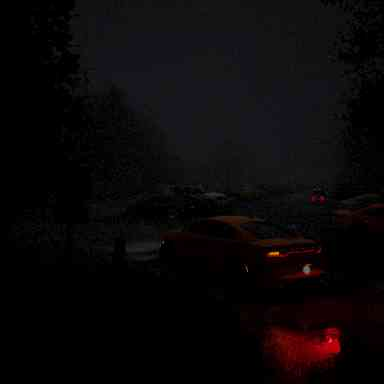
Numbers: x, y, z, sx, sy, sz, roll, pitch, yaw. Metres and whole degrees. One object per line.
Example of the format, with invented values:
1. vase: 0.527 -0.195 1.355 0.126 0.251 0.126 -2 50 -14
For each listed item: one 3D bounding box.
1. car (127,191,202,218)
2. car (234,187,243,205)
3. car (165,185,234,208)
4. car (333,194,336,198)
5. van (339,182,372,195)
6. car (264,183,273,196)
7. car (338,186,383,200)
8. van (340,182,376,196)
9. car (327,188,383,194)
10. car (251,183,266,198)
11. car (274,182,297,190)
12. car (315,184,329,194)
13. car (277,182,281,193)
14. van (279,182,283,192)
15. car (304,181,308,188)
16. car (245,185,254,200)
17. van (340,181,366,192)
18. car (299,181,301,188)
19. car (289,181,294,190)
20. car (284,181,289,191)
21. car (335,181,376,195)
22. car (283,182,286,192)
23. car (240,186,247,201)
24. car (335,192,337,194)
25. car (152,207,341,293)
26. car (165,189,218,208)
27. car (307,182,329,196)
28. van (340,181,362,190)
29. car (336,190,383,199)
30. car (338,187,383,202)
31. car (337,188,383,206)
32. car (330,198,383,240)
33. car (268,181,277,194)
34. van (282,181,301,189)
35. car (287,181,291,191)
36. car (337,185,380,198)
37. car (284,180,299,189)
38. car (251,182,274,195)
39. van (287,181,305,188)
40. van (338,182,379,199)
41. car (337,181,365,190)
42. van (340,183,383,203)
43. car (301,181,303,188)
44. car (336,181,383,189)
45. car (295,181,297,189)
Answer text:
1. car: -2.097 0.965 22.196 4.792 1.488 2.163 1 3 24
2. car: 1.479 0.569 29.710 5.366 1.575 1.946 1 3 24
3. car: 0.208 0.441 27.227 5.566 2.045 2.435 1 3 24
4. car: 10.981 1.056 19.419 4.792 1.488 2.163 1 3 24
5. van: 24.389 -0.560 49.785 4.442 1.987 1.878 1 2 24
6. car: 7.112 -0.036 42.379 5.366 1.575 1.946 1 3 24
7. car: 20.026 0.099 39.619 4.792 1.488 2.163 1 3 24
8. van: 23.478 -0.458 47.160 4.442 1.987 1.878 1 2 24
9. car: 13.087 0.776 24.539 5.366 1.575 1.946 1 3 24
10. car: 5.697 0.070 40.108 5.366 1.575 1.946 1 3 24
11. car: 20.433 -1.363 72.878 4.553 1.767 2.185 1 2 24
12. car: 22.304 -0.618 56.974 1.882 1.535 5.008 1 2 24
13. car: 10.347 -0.321 50.041 4.792 1.488 2.163 1 2 24
14. van: 11.554 -0.674 52.531 4.442 1.987 1.878 1 2 24
15. car: 26.122 -1.980 85.525 5.566 2.045 2.435 1 2 24
16. car: 3.394 0.317 34.929 5.366 1.575 1.946 1 3 24
17. van: 31.400 -1.150 64.984 4.442 1.987 1.878 1 2 24
18. car: 21.560 -1.461 75.413 4.553 1.767 2.185 1 2 24
19. car: 15.785 -0.849 62.804 5.366 1.575 1.946 1 2 24
20. car: 13.674 -0.618 57.671 4.792 1.488 2.163 1 2 24
21. car: 25.594 -0.682 52.277 5.566 2.045 2.435 1 2 24
22. car: 12.547 -0.519 55.136 4.792 1.488 2.163 1 2 24
23. car: 2.443 0.447 32.317 4.892 1.521 2.231 1 3 24
24. car: 12.129 0.945 21.938 4.674 1.452 2.002 1 3 24
25. car: 0.954 1.351 8.625 1.882 1.535 5.008 2 -1 -32
26. car: -0.939 0.814 24.714 5.008 1.535 2.097 1 3 24
27. car: 18.124 -0.239 47.571 2.128 1.511 4.902 1 2 24
28. van: 35.897 -1.542 75.103 4.442 1.987 1.878 1 2 24
29. car: 9.962 1.019 16.972 4.553 1.767 2.185 1 3 24
30. car: 18.954 0.204 37.210 4.792 1.488 2.163 1 3 24
31. car: 16.603 0.445 32.061 4.792 1.488 2.163 1 3 24
32. car: 8.804 1.265 14.463 5.008 1.535 2.097 1 3 24
33. car: 9.223 -0.376 47.502 4.553 1.767 2.185 1 3 24
34. van: 24.862 -1.858 83.050 4.442 1.987 1.878 1 2 24
35. car: 14.801 -0.716 60.206 4.792 1.488 2.163 1 2 24
36. car: 22.252 -0.136 44.685 5.008 1.535 2.097 1 2 24
37. car: 19.165 -1.145 70.410 5.366 1.575 1.946 1 2 24
38. car: 8.061 -0.145 44.984 4.892 1.521 2.231 1 3 24
39. van: 28.236 -2.079 90.643 4.442 1.987 1.878 1 2 24
40. van: 21.017 -0.262 42.178 4.442 1.987 1.878 1 3 24
41. car: 34.640 -1.472 72.631 5.566 2.045 2.435 1 2 24
42. van: 17.909 0.067 34.633 4.442 1.987 1.878 1 3 24
43. car: 22.710 -1.434 77.943 5.008 1.535 2.097 1 2 24
44. car: 15.530 0.287 29.497 5.566 2.045 2.435 1 3 24
45. car: 18.202 -1.039 67.802 4.892 1.521 2.231 1 2 24
